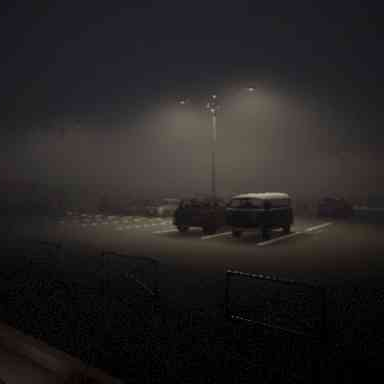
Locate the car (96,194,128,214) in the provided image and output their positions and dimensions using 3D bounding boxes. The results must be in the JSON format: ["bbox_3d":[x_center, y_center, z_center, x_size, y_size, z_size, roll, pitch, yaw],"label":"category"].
[{"bbox_3d":[-6.646,1.074,31.133,1.932,1.855,4.605,0,0,36],"label":"car"}]

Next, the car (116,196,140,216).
[{"bbox_3d":[-4.448,1.301,29.596,1.784,1.438,3.905,0,0,36],"label":"car"}]

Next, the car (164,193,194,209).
[{"bbox_3d":[-2.273,1.046,46.577,1.932,1.855,4.605,0,0,36],"label":"car"}]

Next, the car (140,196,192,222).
[{"bbox_3d":[-2.108,1.351,27.892,1.970,1.475,3.806,0,0,36],"label":"car"}]

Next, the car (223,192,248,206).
[{"bbox_3d":[8.019,1.056,60.756,1.905,1.878,3.866,0,0,36],"label":"car"}]

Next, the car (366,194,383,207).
[{"bbox_3d":[26.216,1.192,47.494,1.932,1.855,4.605,0,0,36],"label":"car"}]

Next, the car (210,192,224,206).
[{"bbox_3d":[5.683,1.278,62.469,1.970,1.475,3.806,0,0,36],"label":"car"}]

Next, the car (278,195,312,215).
[{"bbox_3d":[11.442,1.393,36.709,1.970,1.475,3.806,0,0,36],"label":"car"}]

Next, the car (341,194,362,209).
[{"bbox_3d":[23.908,1.177,49.240,1.905,1.878,3.866,0,0,36],"label":"car"}]

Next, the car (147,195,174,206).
[{"bbox_3d":[-4.578,1.239,48.334,1.784,1.438,3.905,0,0,36],"label":"car"}]
